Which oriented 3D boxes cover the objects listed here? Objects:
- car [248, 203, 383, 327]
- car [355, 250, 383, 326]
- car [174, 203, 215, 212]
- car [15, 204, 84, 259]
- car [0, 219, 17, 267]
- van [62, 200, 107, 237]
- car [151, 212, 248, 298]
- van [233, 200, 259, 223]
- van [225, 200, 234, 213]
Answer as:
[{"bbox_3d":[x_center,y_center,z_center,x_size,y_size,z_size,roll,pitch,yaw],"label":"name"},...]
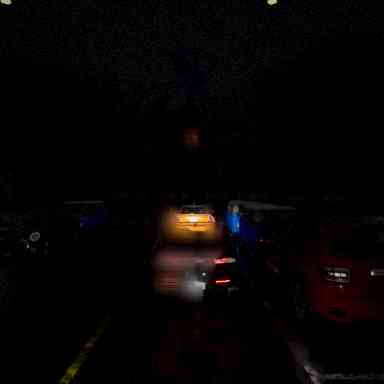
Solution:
[{"bbox_3d":[2.755,1.315,6.948,2.192,1.841,5.009,0,0,0],"label":"car"},{"bbox_3d":[2.761,1.440,1.510,1.967,1.590,4.097,0,0,0],"label":"car"},{"bbox_3d":[0.120,1.353,17.520,2.097,1.767,4.553,0,0,1],"label":"car"},{"bbox_3d":[-5.776,1.441,12.376,1.967,1.590,4.097,0,0,0],"label":"car"},{"bbox_3d":[-5.770,1.525,6.769,1.752,1.417,4.829,0,0,0],"label":"car"},{"bbox_3d":[-5.783,1.342,17.814,1.690,1.788,3.998,0,0,0],"label":"van"},{"bbox_3d":[0.094,1.492,8.471,2.128,1.511,4.902,0,0,0],"label":"car"},{"bbox_3d":[2.749,1.342,12.385,1.690,1.788,3.998,0,0,0],"label":"van"},{"bbox_3d":[2.743,1.342,17.823,1.690,1.788,3.998,0,0,0],"label":"van"}]
